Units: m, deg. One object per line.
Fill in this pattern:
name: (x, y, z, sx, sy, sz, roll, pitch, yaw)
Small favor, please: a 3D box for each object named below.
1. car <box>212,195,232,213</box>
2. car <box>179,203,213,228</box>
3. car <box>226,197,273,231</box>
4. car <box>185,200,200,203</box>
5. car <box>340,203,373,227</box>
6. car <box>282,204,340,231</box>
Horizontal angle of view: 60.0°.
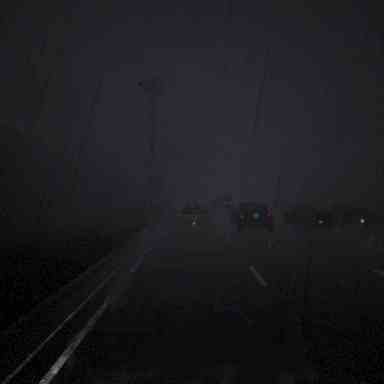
car: (3.568, 1.312, 38.625, 2.150, 2.045, 5.566, 0, 0, 0)
car: (0.151, 1.654, 22.362, 1.895, 1.301, 4.718, 0, 0, 0)
car: (3.652, 1.402, 21.117, 2.097, 1.767, 4.553, 0, 0, 0)
car: (0.061, 1.658, 39.977, 1.994, 1.385, 4.181, 0, 0, 0)
car: (10.645, 1.560, 23.224, 1.837, 1.490, 4.892, 0, 0, 0)
car: (7.154, 1.527, 20.989, 1.882, 1.535, 5.008, 0, 0, 0)
